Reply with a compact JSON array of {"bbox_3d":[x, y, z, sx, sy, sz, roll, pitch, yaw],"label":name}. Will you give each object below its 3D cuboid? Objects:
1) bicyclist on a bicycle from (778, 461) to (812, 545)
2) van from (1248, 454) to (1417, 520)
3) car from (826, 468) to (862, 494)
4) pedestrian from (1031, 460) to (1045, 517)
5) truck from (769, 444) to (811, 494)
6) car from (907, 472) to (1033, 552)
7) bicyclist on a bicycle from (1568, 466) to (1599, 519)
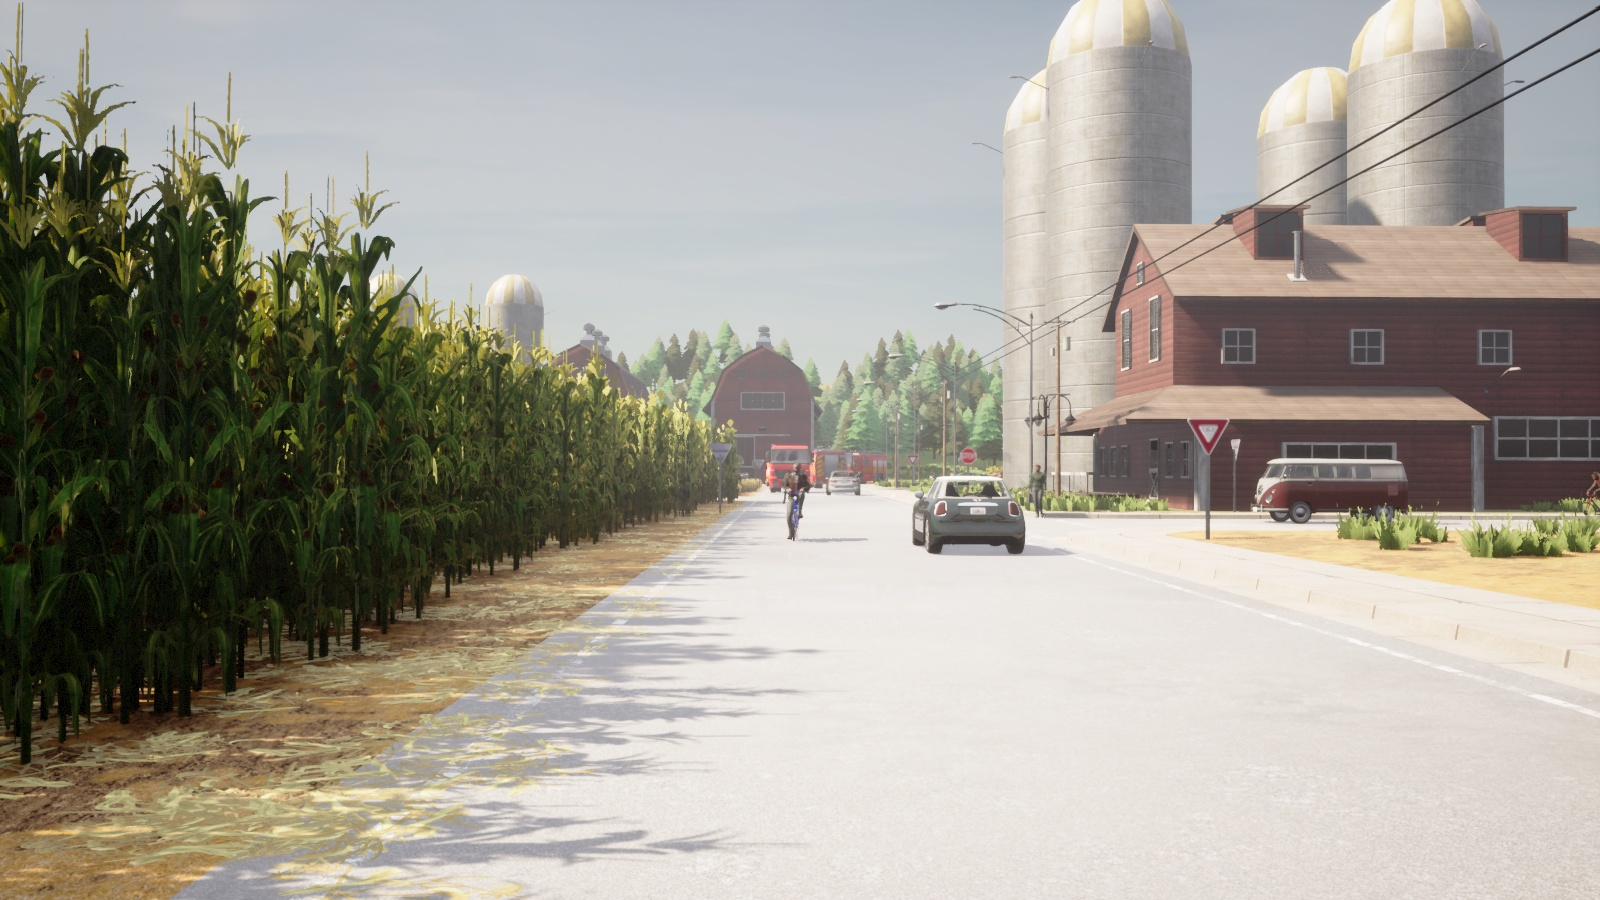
[{"bbox_3d":[-0.091,1.150,27.729,0.659,1.776,1.843,0,-1,3],"label":"bicyclist on a bicycle"},{"bbox_3d":[16.334,1.123,38.666,4.442,1.987,1.775,0,-1,-1],"label":"van"},{"bbox_3d":[2.833,2.025,82.195,2.242,1.667,4.611,0,-1,0],"label":"car"},{"bbox_3d":[7.793,1.243,41.075,0.353,1.847,0.614,-1,-1,17],"label":"pedestrian"},{"bbox_3d":[-0.706,1.357,90.816,2.891,3.462,7.936,0,-1,0],"label":"truck"},{"bbox_3d":[3.315,1.189,25.207,1.970,1.475,3.806,0,-1,0],"label":"car"},{"bbox_3d":[24.792,1.292,38.857,1.656,1.620,0.582,0,-1,-1],"label":"bicyclist on a bicycle"}]
